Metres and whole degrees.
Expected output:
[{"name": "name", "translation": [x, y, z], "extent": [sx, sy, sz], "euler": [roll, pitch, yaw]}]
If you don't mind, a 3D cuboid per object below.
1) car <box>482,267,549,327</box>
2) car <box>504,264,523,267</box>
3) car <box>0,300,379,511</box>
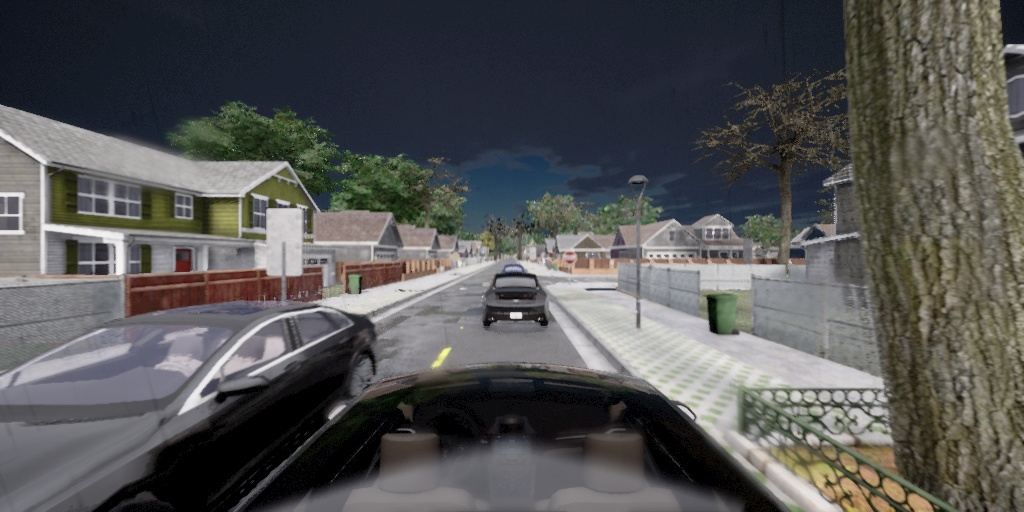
[{"name": "car", "translation": [0.102, 1.258, 11.503], "extent": [1.837, 1.490, 4.892], "euler": [0, 0, 0]}, {"name": "car", "translation": [0.103, 1.281, 24.747], "extent": [1.812, 1.442, 4.674], "euler": [0, 0, 0]}, {"name": "car", "translation": [-2.836, 1.242, 3.268], "extent": [2.128, 1.511, 4.902], "euler": [0, 0, 0]}]
